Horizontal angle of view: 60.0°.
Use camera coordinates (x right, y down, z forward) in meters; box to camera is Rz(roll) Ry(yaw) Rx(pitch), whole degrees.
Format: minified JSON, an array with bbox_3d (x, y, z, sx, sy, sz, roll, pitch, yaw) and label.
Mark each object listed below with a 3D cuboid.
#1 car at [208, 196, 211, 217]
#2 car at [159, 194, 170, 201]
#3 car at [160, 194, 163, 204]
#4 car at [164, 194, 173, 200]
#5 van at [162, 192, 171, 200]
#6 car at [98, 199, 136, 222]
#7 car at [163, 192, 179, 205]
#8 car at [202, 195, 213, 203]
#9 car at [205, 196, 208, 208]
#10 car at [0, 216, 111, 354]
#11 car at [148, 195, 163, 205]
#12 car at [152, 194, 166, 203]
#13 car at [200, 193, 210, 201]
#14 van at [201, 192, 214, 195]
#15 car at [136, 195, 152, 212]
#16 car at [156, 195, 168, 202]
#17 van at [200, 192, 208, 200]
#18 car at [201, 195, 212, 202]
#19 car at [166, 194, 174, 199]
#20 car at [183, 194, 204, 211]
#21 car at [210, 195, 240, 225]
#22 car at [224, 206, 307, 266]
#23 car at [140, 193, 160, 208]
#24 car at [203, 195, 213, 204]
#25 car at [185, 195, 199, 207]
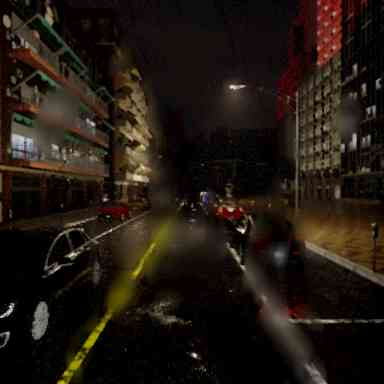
[{"bbox_3d":[2.676,1.338,30.573,1.752,1.417,4.829,0,0,0],"label":"car"},{"bbox_3d":[-5.714,1.152,69.087,1.887,1.381,4.507,0,0,0],"label":"car"},{"bbox_3d":[-5.707,1.271,46.981,2.008,1.369,4.403,0,0,0],"label":"car"},{"bbox_3d":[-5.716,1.136,80.140,1.802,1.307,4.206,0,0,0],"label":"car"},{"bbox_3d":[-5.717,0.921,74.613,1.690,1.788,3.998,0,0,0],"label":"van"},{"bbox_3d":[-5.702,1.390,24.875,1.887,1.381,4.507,0,0,0],"label":"car"},{"bbox_3d":[-3.013,1.118,50.216,2.097,1.767,4.553,0,0,0],"label":"car"},{"bbox_3d":[2.669,1.186,58.205,1.752,1.417,4.829,0,0,0],"label":"car"},{"bbox_3d":[2.675,1.364,35.930,1.802,1.307,4.206,0,0,0],"label":"car"},{"bbox_3d":[-3.103,1.463,6.302,1.837,1.490,4.892,0,0,0],"label":"car"},{"bbox_3d":[-5.709,1.241,52.508,2.008,1.369,4.403,0,0,0],"label":"car"},{"bbox_3d":[-5.711,1.102,58.032,1.967,1.590,4.097,0,0,0],"label":"car"},{"bbox_3d":[2.666,1.047,69.088,1.967,1.590,4.097,0,0,0],"label":"car"},{"bbox_3d":[2.670,1.032,52.508,1.690,1.788,3.998,0,0,0],"label":"van"},{"bbox_3d":[-5.705,1.308,35.758,1.752,1.417,4.829,0,0,0],"label":"car"},{"bbox_3d":[-5.712,1.200,63.560,1.947,1.339,4.313,0,0,0],"label":"car"},{"bbox_3d":[2.664,0.921,74.615,1.690,1.788,3.998,0,0,0],"label":"van"},{"bbox_3d":[2.668,1.200,63.563,1.947,1.339,4.313,0,0,0],"label":"car"},{"bbox_3d":[-5.718,1.111,85.666,1.802,1.307,4.206,0,0,0],"label":"car"},{"bbox_3d":[0.034,1.304,36.569,1.812,1.442,4.674,0,0,0],"label":"car"},{"bbox_3d":[2.677,1.286,24.875,1.967,1.590,4.097,0,0,0],"label":"car"},{"bbox_3d":[2.351,1.432,11.294,1.837,1.490,4.892,0,0,0],"label":"car"},{"bbox_3d":[-5.708,1.066,41.453,2.192,1.841,5.009,0,0,0],"label":"car"},{"bbox_3d":[2.673,1.333,41.456,1.802,1.307,4.206,0,0,0],"label":"car"},{"bbox_3d":[0.008,1.221,48.101,1.837,1.490,4.892,0,1,0],"label":"car"}]
